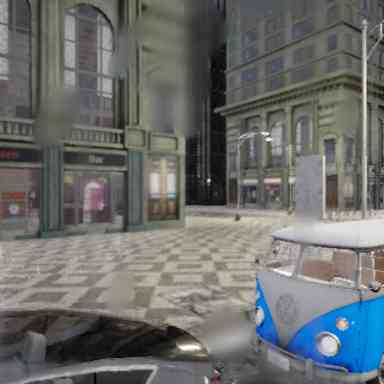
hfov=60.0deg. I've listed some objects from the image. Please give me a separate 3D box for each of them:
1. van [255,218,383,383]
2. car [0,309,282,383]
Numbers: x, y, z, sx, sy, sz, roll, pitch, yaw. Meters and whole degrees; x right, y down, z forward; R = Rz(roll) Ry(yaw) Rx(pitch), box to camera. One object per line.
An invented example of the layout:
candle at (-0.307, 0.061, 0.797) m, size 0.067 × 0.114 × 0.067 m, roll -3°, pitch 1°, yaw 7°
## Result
van at (2.658, 1.331, 4.884) m, size 3.998 × 1.788 × 1.690 m, roll 0°, pitch 0°, yaw -36°
car at (-1.742, 1.558, 1.731) m, size 4.313 × 1.339 × 1.947 m, roll 0°, pitch 0°, yaw -36°
